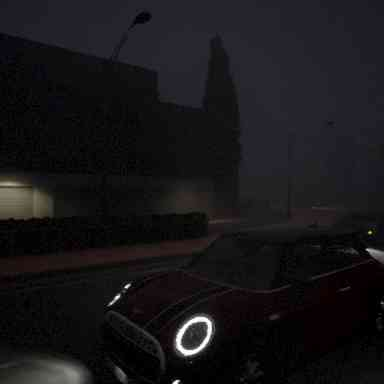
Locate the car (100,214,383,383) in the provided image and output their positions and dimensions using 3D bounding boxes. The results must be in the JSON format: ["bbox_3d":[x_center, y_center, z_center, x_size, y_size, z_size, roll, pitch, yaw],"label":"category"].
[{"bbox_3d":[1.021,1.361,4.921,4.553,1.767,2.097,0,0,-38],"label":"car"}]

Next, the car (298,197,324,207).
[{"bbox_3d":[18.636,1.615,52.146,1.837,1.490,4.892,0,0,-15],"label":"car"}]

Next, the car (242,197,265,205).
[{"bbox_3d":[11.203,1.647,60.913,1.837,1.490,4.892,0,0,-31],"label":"car"}]

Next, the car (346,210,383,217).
[{"bbox_3d":[8.310,1.586,16.119,2.033,1.411,5.357,0,0,38],"label":"car"}]
